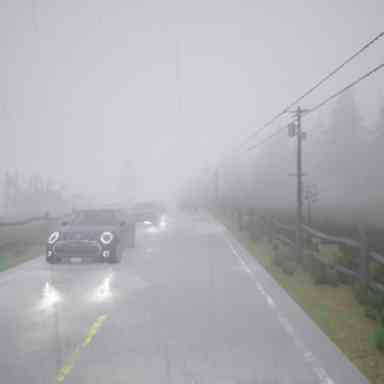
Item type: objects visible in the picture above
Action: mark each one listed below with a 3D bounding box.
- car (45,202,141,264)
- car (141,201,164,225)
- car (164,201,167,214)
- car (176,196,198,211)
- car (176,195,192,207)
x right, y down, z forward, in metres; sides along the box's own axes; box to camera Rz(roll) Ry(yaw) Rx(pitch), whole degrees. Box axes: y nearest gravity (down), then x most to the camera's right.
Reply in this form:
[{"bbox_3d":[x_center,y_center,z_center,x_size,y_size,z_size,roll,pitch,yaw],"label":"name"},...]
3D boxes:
[{"bbox_3d":[-3.300,1.341,11.695,2.097,1.767,4.553,0,0,0],"label":"car"},{"bbox_3d":[-3.353,1.485,24.215,1.837,1.490,4.892,0,0,-1],"label":"car"},{"bbox_3d":[-3.582,1.571,34.838,1.895,1.301,4.718,0,0,-2],"label":"car"},{"bbox_3d":[-0.519,1.318,40.007,2.097,1.767,4.553,0,0,-4],"label":"car"},{"bbox_3d":[-1.259,1.308,50.184,2.097,1.767,4.553,0,0,-6],"label":"car"}]
